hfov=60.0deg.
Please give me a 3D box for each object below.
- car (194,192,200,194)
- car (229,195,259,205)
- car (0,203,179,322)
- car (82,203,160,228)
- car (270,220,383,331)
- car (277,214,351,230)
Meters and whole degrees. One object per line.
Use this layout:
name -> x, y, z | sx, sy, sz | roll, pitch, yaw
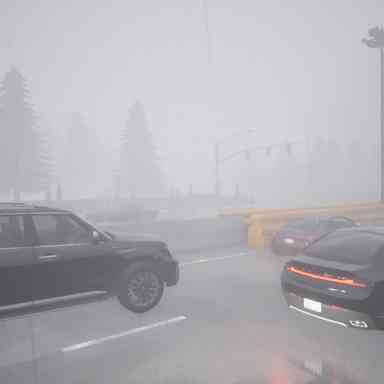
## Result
car -> 1.044, 0.836, 76.658 | 2.128, 1.511, 4.902 | -1, 1, 3
car -> 6.915, 1.082, 47.013 | 2.033, 1.411, 5.357 | -1, 1, -35
car -> -2.922, 1.217, 5.961 | 5.566, 2.045, 2.150 | 0, 0, -36
car -> -4.672, 1.497, 22.148 | 4.718, 1.301, 1.895 | -1, 1, -35
car -> 3.798, 1.435, 6.456 | 4.892, 1.490, 1.837 | -1, 1, -35
car -> 4.610, 1.441, 11.324 | 4.181, 1.385, 1.994 | -1, 1, -35
